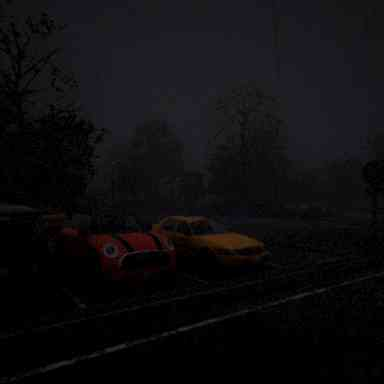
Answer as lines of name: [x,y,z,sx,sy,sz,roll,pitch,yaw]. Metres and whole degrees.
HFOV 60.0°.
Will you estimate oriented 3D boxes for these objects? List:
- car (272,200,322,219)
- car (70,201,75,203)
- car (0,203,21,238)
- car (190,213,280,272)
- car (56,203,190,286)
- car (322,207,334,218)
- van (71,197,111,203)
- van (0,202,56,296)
car: [10.293,1.907,33.804,2.002,1.452,4.674,2,-1,-36]
car: [-8.968,1.482,20.193,1.946,1.575,5.366,0,0,-36]
car: [-11.128,1.470,18.638,1.946,1.575,5.366,0,0,-36]
car: [0.160,1.497,11.194,1.946,1.575,5.366,1,0,-36]
car: [-2.332,1.354,9.664,2.185,1.767,4.553,1,0,-36]
car: [12.842,1.816,35.696,2.185,1.767,4.553,2,-1,-35]
van: [-6.523,1.279,21.582,1.878,1.987,4.442,0,0,-36]
van: [-4.846,1.245,7.957,1.878,1.987,4.442,0,0,-36]
